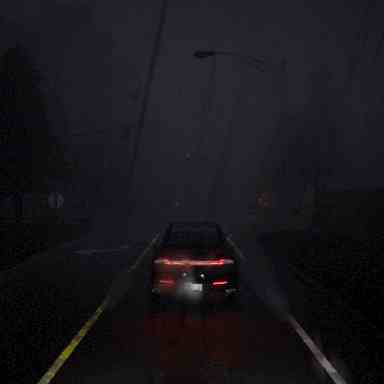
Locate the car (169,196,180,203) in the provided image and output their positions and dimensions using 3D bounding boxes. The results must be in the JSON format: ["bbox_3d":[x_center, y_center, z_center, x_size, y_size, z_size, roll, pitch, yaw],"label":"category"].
[{"bbox_3d":[-3.508,1.505,67.617,1.837,1.490,4.892,0,0,0],"label":"car"}]

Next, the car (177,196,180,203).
[{"bbox_3d":[-3.568,1.478,57.331,1.882,1.535,5.008,0,0,0],"label":"car"}]

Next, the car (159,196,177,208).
[{"bbox_3d":[-3.584,1.547,47.364,2.033,1.411,5.357,0,0,0],"label":"car"}]

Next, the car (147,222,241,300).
[{"bbox_3d":[0.055,1.492,8.361,2.128,1.511,4.902,0,0,0],"label":"car"}]

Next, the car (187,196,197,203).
[{"bbox_3d":[0.011,1.491,69.592,2.128,1.511,4.902,0,0,0],"label":"car"}]
